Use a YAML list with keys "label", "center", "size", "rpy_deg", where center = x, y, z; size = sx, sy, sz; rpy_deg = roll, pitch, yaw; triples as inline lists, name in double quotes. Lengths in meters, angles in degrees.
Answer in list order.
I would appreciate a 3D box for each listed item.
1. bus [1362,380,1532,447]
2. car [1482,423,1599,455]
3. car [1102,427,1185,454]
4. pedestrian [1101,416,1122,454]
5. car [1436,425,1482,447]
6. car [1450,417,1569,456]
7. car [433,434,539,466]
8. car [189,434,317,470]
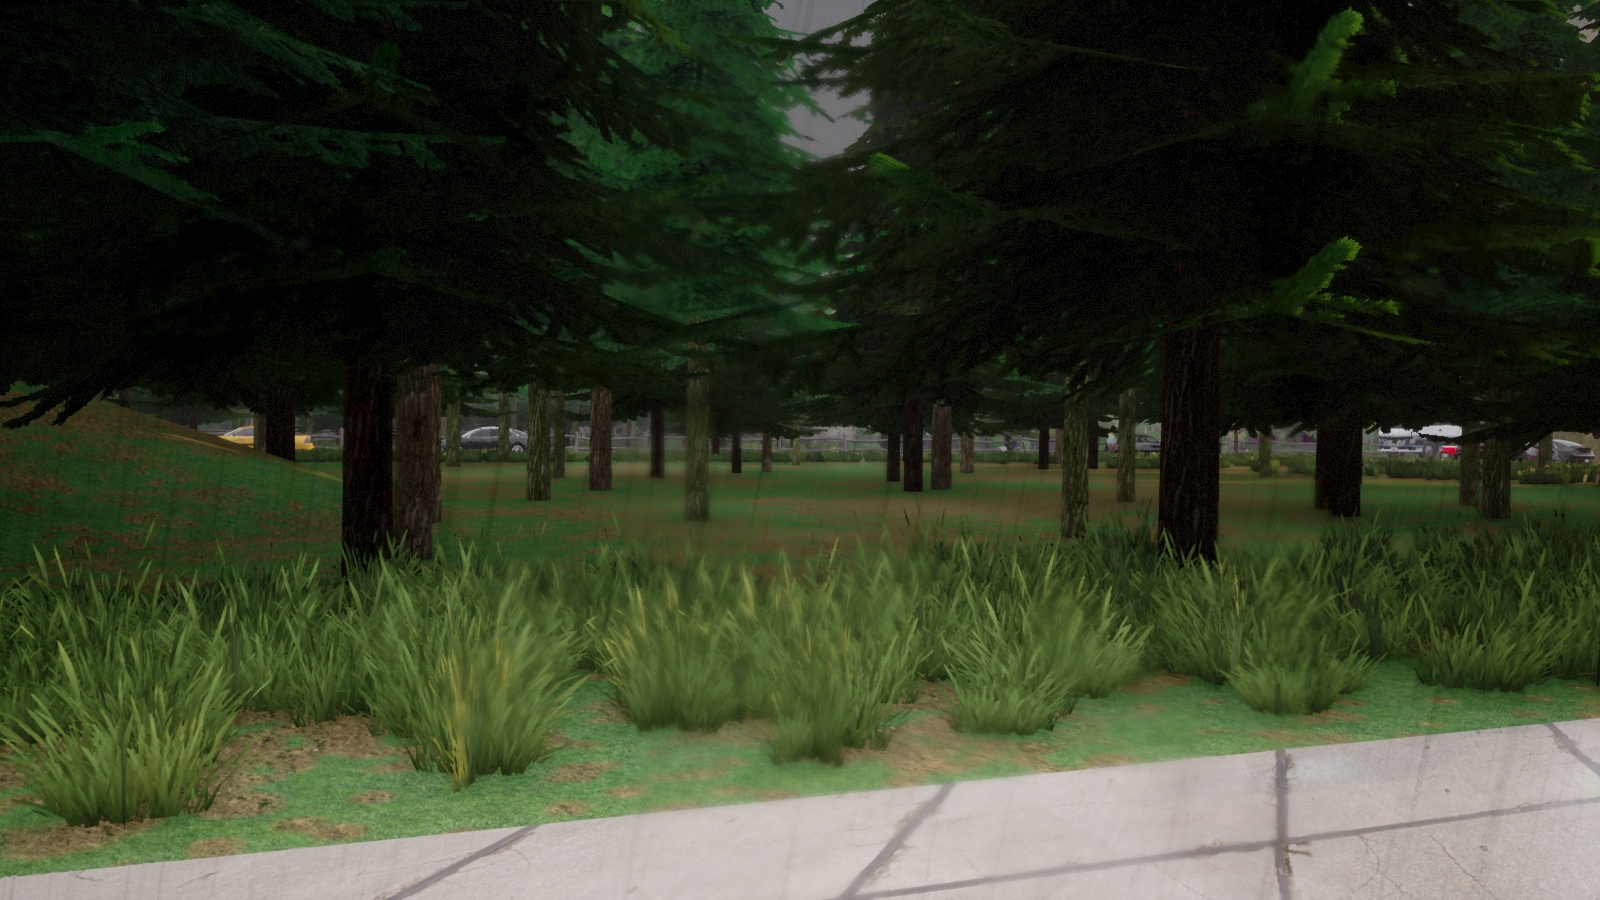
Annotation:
- label: "bus"
  center: [42.684, -2.396, 82.883]
  size: [10.273, 4.253, 3.944]
  rpy_deg: [-1, 1, -19]
- label: "car"
  center: [36.106, -0.557, 61.284]
  size: [1.837, 1.490, 4.892]
  rpy_deg: [-1, 1, -22]
- label: "car"
  center: [19.396, -0.561, 71.021]
  size: [4.193, 1.474, 1.816]
  rpy_deg: [-1, 1, -17]
- label: "pedestrian"
  center: [16.239, -0.790, 65.423]
  size: [0.873, 1.952, 0.659]
  rpy_deg: [-1, 1, -39]
- label: "car"
  center: [41.153, -0.876, 78.449]
  size: [2.207, 1.376, 1.481]
  rpy_deg: [-1, 1, -23]
- label: "car"
  center: [33.241, -0.636, 59.011]
  size: [2.097, 1.767, 4.553]
  rpy_deg: [-1, 1, -22]
- label: "car"
  center: [-15.475, -0.037, 61.913]
  size: [4.892, 1.490, 1.837]
  rpy_deg: [-1, 1, -21]
- label: "car"
  center: [-25.257, 0.062, 58.191]
  size: [5.366, 1.575, 1.801]
  rpy_deg: [-1, 1, -21]
